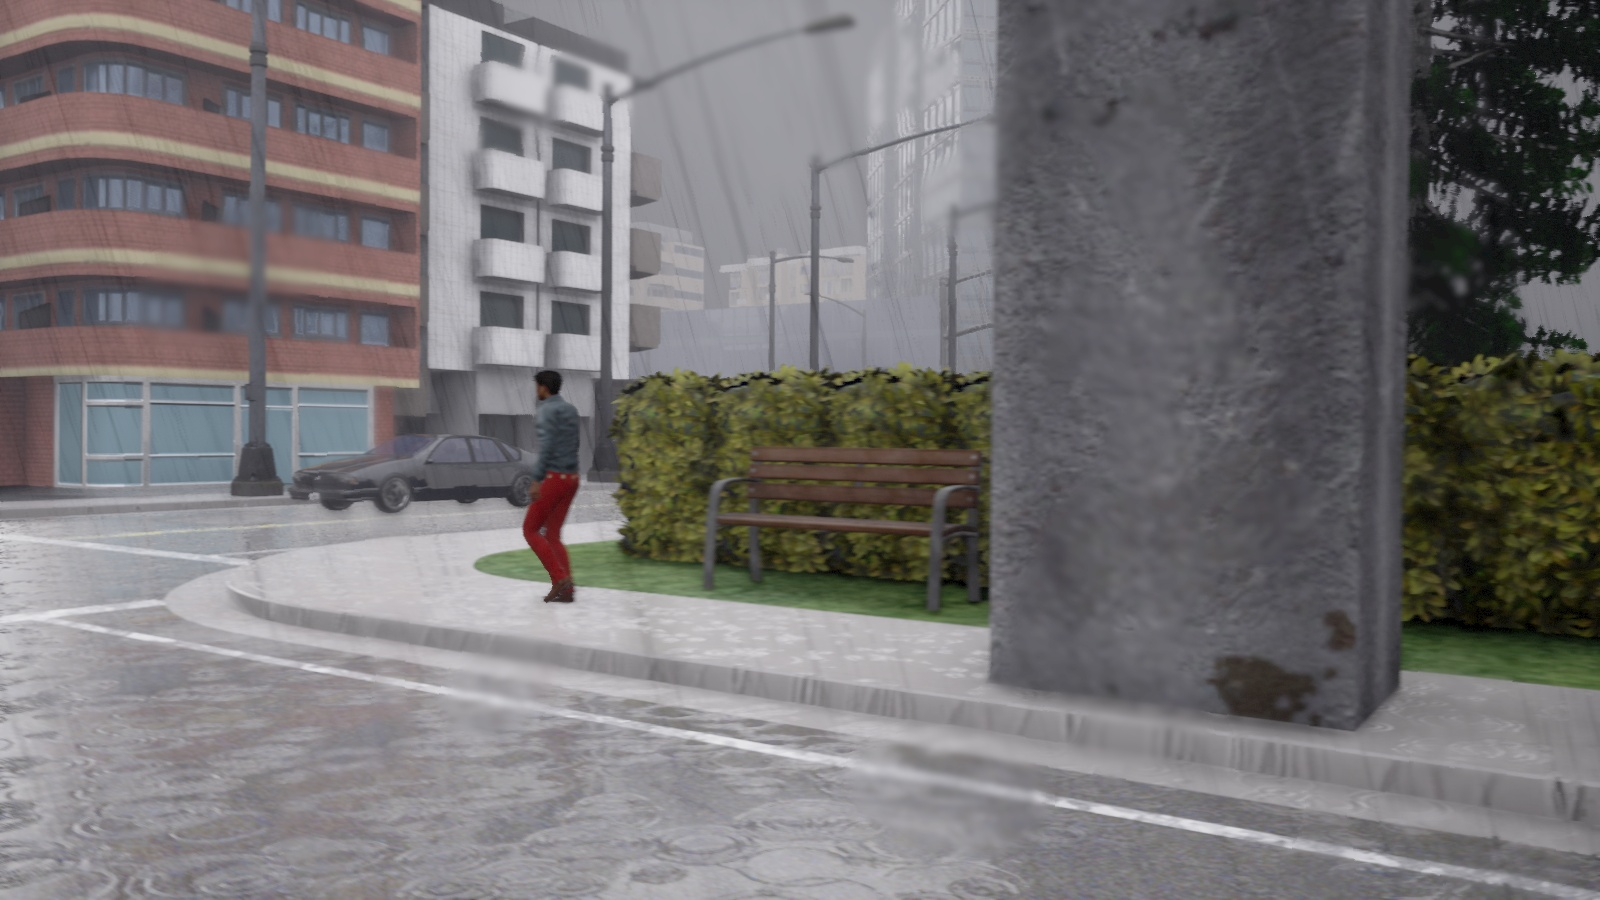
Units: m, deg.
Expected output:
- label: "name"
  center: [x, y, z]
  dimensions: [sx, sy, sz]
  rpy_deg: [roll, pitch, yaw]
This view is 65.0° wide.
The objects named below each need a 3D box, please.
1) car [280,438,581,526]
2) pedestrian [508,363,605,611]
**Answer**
- label: "car"
  center: [-6.752, 0.517, 23.634]
  dimensions: [2.033, 1.411, 5.357]
  rpy_deg: [0, 1, 34]
- label: "pedestrian"
  center: [-1.858, 0.274, 9.595]
  dimensions: [0.614, 1.847, 0.353]
  rpy_deg: [0, 1, 19]
